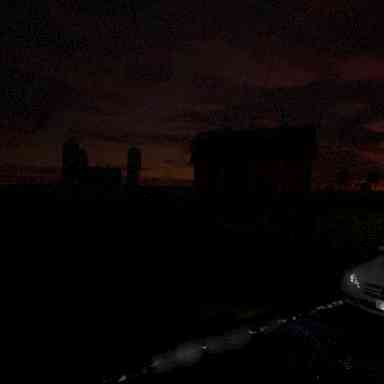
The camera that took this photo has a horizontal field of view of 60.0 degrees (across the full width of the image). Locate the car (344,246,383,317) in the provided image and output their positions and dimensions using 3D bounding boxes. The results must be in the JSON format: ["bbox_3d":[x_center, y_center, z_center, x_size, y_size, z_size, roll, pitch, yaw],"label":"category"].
[{"bbox_3d":[4.944,1.531,6.570,4.674,1.442,1.812,0,0,-35],"label":"car"}]
